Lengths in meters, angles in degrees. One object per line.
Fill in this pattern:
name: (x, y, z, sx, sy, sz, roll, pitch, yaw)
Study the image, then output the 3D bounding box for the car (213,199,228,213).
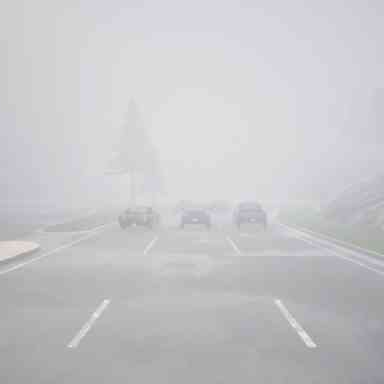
car: (3.069, 1.526, 36.556, 1.812, 1.442, 4.674, 0, 0, 16)

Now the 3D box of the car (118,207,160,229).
car: (-3.237, 1.601, 21.519, 1.895, 1.301, 4.718, 0, 0, 3)

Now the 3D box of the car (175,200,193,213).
car: (-0.445, 1.563, 36.976, 1.994, 1.385, 4.181, 0, 0, 16)

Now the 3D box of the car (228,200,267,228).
car: (3.807, 1.490, 22.396, 2.128, 1.511, 4.902, 0, 0, 3)

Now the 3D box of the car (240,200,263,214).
car: (6.443, 1.563, 35.614, 1.994, 1.385, 4.181, 0, 0, 17)

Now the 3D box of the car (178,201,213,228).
car: (0.298, 1.526, 22.228, 1.812, 1.442, 4.674, 0, 0, 3)
